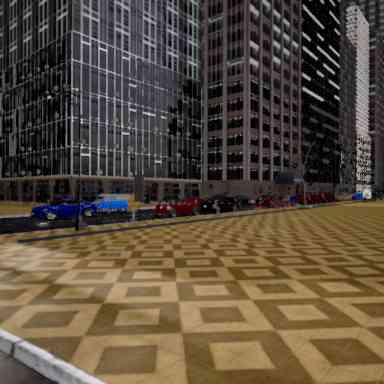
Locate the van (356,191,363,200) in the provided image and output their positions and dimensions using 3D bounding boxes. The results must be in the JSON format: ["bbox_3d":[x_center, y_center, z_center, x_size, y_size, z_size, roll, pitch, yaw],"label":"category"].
[{"bbox_3d":[35.766,0.674,70.410,1.690,1.788,3.998,1,1,41],"label":"van"}]

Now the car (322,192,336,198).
[{"bbox_3d":[33.106,0.814,80.199,1.947,1.339,4.313,1,1,41],"label":"car"}]

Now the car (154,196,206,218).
[{"bbox_3d":[-1.116,1.229,27.100,1.967,1.590,4.097,1,1,41],"label":"car"}]

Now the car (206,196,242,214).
[{"bbox_3d":[2.538,1.308,31.462,1.947,1.339,4.313,1,1,41],"label":"car"}]

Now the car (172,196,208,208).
[{"bbox_3d":[-0.178,1.201,41.295,1.887,1.381,4.507,1,1,41],"label":"car"}]

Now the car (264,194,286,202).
[{"bbox_3d":[14.618,1.040,58.581,1.947,1.339,4.313,1,1,41],"label":"car"}]

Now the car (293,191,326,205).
[{"bbox_3d":[17.278,0.875,48.793,2.192,1.841,5.009,1,1,41],"label":"car"}]

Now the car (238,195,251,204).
[{"bbox_3d":[7.222,1.131,49.934,1.947,1.339,4.313,1,1,41],"label":"car"}]

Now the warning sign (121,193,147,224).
[{"bbox_3d":[-3.619,0.966,20.724,1.300,1.860,1.060,0,0,41],"label":"warning sign"}]

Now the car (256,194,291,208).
[{"bbox_3d":[9.882,1.233,40.150,1.802,1.307,4.206,1,1,41],"label":"car"}]

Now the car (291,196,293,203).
[{"bbox_3d":[17.078,1.050,52.712,1.812,1.442,4.674,0,1,41],"label":"car"}]

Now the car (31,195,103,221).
[{"bbox_3d":[-9.880,1.291,25.959,1.882,1.535,5.008,0,1,41],"label":"car"}]

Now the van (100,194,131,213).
[{"bbox_3d":[-7.656,1.089,32.719,1.690,1.788,3.998,1,1,41],"label":"van"}]

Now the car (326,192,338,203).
[{"bbox_3d":[20.976,0.829,53.116,2.192,1.841,5.009,1,1,41],"label":"car"}]

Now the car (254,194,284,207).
[{"bbox_3d":[10.369,1.112,44.798,1.837,1.490,4.892,0,1,41],"label":"car"}]

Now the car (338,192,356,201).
[{"bbox_3d":[28.480,0.947,61.895,1.752,1.417,4.829,1,1,41],"label":"car"}]

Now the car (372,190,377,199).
[{"bbox_3d":[39.462,0.839,74.736,2.008,1.369,4.403,1,1,41],"label":"car"}]

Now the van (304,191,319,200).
[{"bbox_3d":[25.712,0.679,71.548,1.690,1.788,3.998,1,1,41],"label":"van"}]
